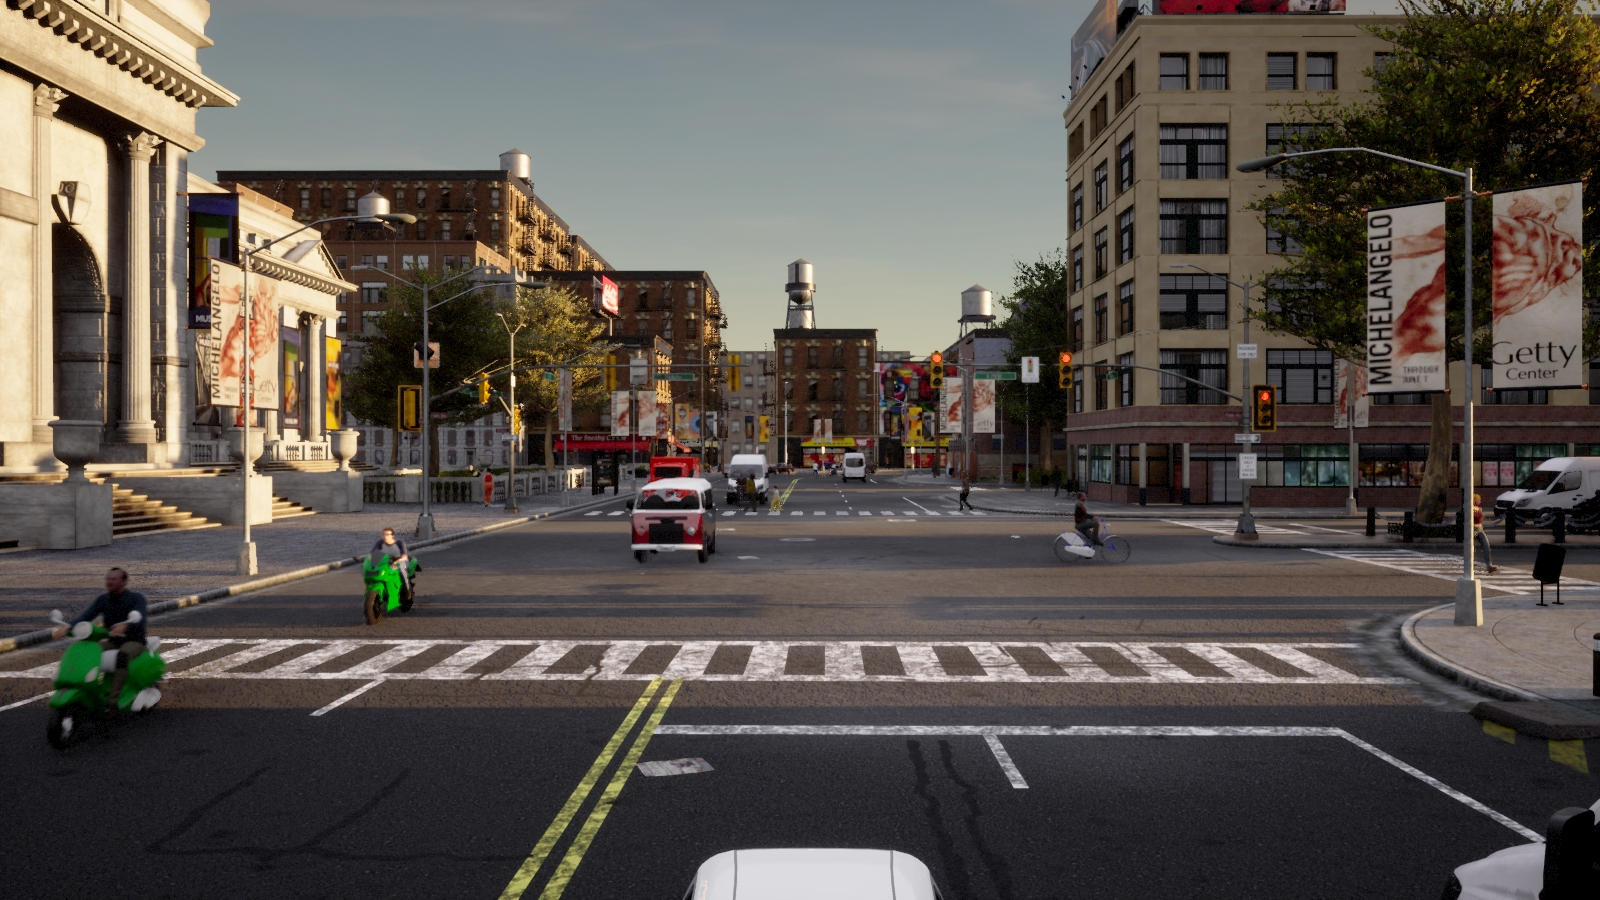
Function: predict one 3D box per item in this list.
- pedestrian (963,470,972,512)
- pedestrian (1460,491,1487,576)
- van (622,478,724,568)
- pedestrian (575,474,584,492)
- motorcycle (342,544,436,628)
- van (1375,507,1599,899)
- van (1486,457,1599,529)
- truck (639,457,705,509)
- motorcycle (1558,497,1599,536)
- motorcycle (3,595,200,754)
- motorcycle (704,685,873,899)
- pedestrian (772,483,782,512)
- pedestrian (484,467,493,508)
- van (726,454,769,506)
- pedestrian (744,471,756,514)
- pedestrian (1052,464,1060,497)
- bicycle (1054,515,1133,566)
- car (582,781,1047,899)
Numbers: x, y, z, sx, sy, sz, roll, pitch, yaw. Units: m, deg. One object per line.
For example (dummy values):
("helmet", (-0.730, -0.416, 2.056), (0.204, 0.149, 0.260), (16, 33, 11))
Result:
("pedestrian", (7.529, 1.848, 51.488), (0.375, 1.860, 0.375), (0, 0, 4))
("pedestrian", (14.973, 1.848, 25.406), (0.375, 1.860, 0.375), (0, 0, -8))
("van", (-3.157, 1.782, 29.342), (2.069, 2.038, 4.480), (0, 0, 1))
("pedestrian", (-13.913, 2.076, 72.113), (0.500, 1.100, 0.500), (0, 0, -6))
("motorcycle", (-6.771, 2.213, 18.931), (0.803, 1.145, 2.033), (0, 0, 1))
("van", (3.538, 1.534, 2.141), (1.988, 2.561, 5.915), (0, 0, 1))
("van", (28.485, 1.534, 41.518), (5.915, 2.561, 1.988), (0, 0, 1))
("truck", (-6.297, 1.569, 56.909), (2.627, 2.467, 5.204), (0, 0, 1))
("motorcycle", (26.649, 2.205, 38.041), (2.209, 1.251, 0.867), (0, 0, 1))
("motorcycle", (-6.899, 2.182, 11.414), (0.856, 1.236, 1.805), (0, 0, 1))
("motorcycle", (-0.047, 2.182, 6.691), (0.856, 1.236, 1.805), (0, 0, 1))
("pedestrian", (-1.044, 2.128, 51.126), (0.375, 1.300, 0.375), (0, 0, -11))
("pedestrian", (-14.180, 1.697, 51.970), (0.375, 1.860, 0.375), (0, 0, -20))
("van", (-2.738, 1.534, 60.766), (1.988, 2.561, 5.915), (0, 0, 1))
("pedestrian", (-2.188, 1.849, 50.119), (0.375, 1.860, 0.375), (0, 0, 22))
("pedestrian", (14.429, 1.696, 64.324), (0.375, 1.860, 0.375), (0, 0, -1))
("bicycle", (7.211, 2.210, 28.094), (1.835, 1.171, 0.329), (0, 0, 24))
("car", (0.047, 2.120, 3.817), (1.481, 1.376, 2.207), (0, 0, 0))
